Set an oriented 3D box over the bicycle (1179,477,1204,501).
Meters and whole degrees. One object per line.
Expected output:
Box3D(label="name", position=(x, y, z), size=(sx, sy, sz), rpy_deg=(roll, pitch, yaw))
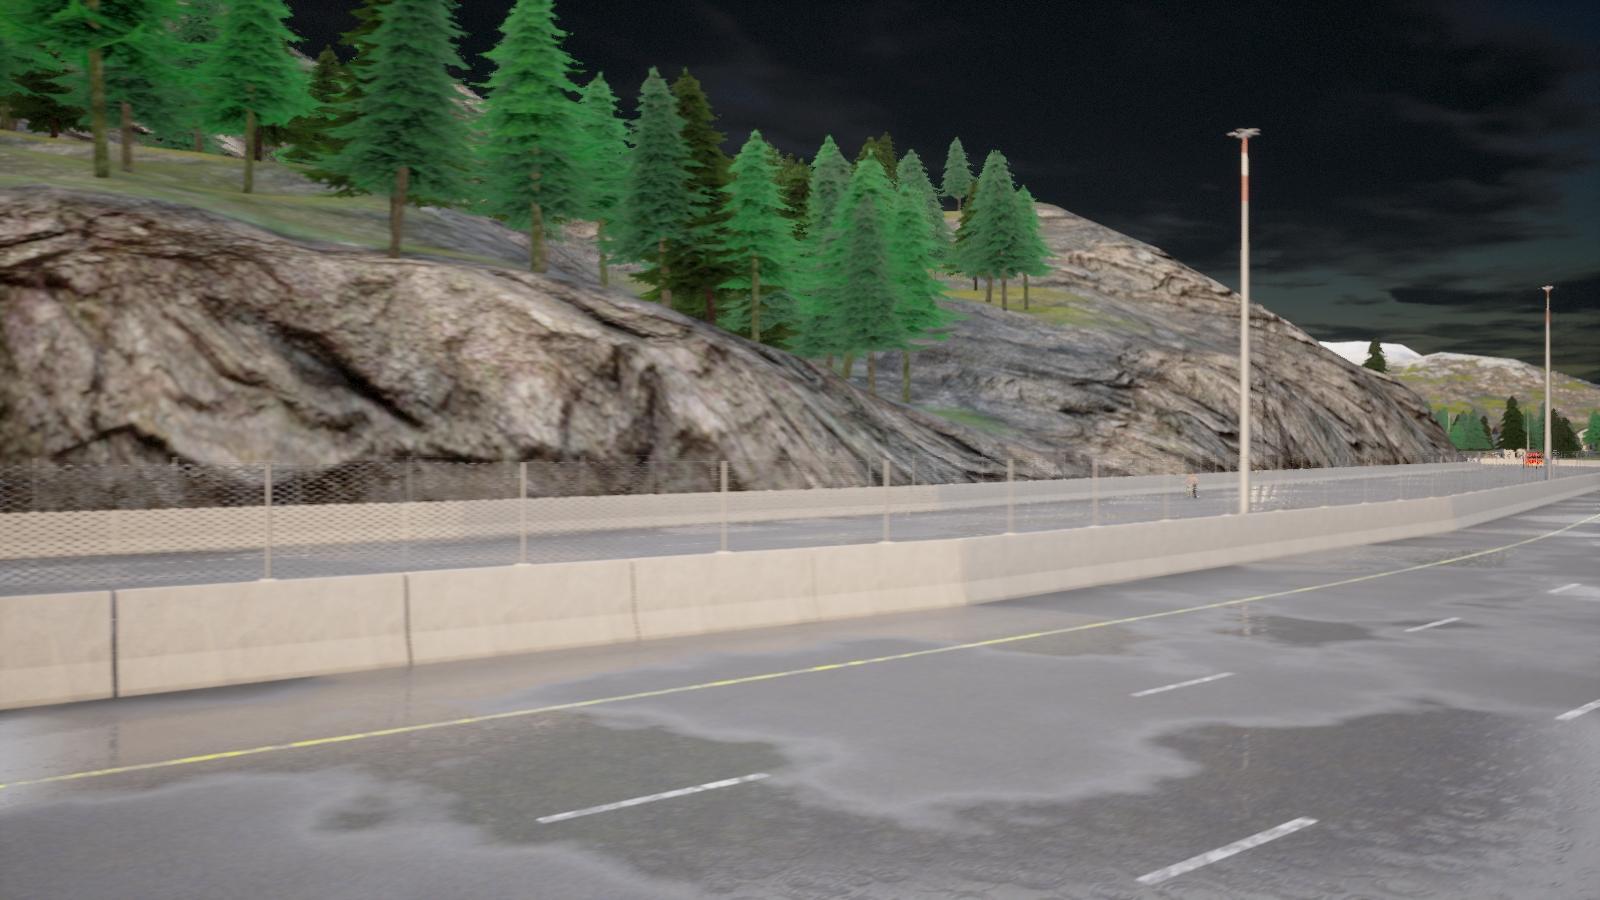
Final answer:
Box3D(label="bicycle", position=(22.090, 2.200, 64.515), size=(0.859, 1.295, 1.487), rpy_deg=(0, 0, 40))
